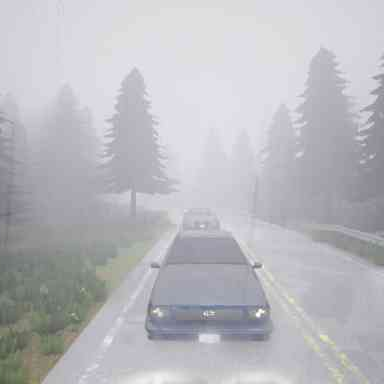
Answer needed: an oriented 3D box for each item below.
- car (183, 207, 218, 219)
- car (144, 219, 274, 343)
[{"bbox_3d":[0.462,1.584,19.165,1.994,1.385,4.181,0,0,-2],"label":"car"},{"bbox_3d":[0.277,1.557,7.080,2.033,1.411,5.357,0,0,1],"label":"car"}]
